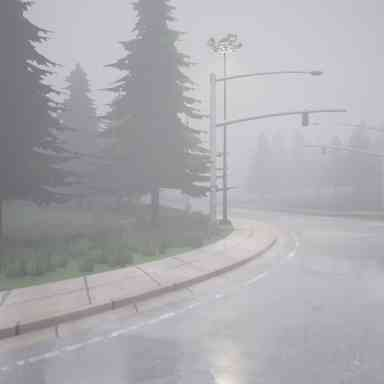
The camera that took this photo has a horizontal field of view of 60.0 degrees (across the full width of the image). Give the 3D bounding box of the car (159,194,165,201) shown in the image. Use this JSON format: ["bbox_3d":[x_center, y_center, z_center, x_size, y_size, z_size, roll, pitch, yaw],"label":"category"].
[{"bbox_3d":[-7.009,1.186,75.146,2.150,2.045,5.566,0,0,-21],"label":"car"}]

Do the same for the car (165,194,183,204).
[{"bbox_3d":[-3.147,1.547,65.400,2.033,1.411,5.357,0,0,-21],"label":"car"}]
